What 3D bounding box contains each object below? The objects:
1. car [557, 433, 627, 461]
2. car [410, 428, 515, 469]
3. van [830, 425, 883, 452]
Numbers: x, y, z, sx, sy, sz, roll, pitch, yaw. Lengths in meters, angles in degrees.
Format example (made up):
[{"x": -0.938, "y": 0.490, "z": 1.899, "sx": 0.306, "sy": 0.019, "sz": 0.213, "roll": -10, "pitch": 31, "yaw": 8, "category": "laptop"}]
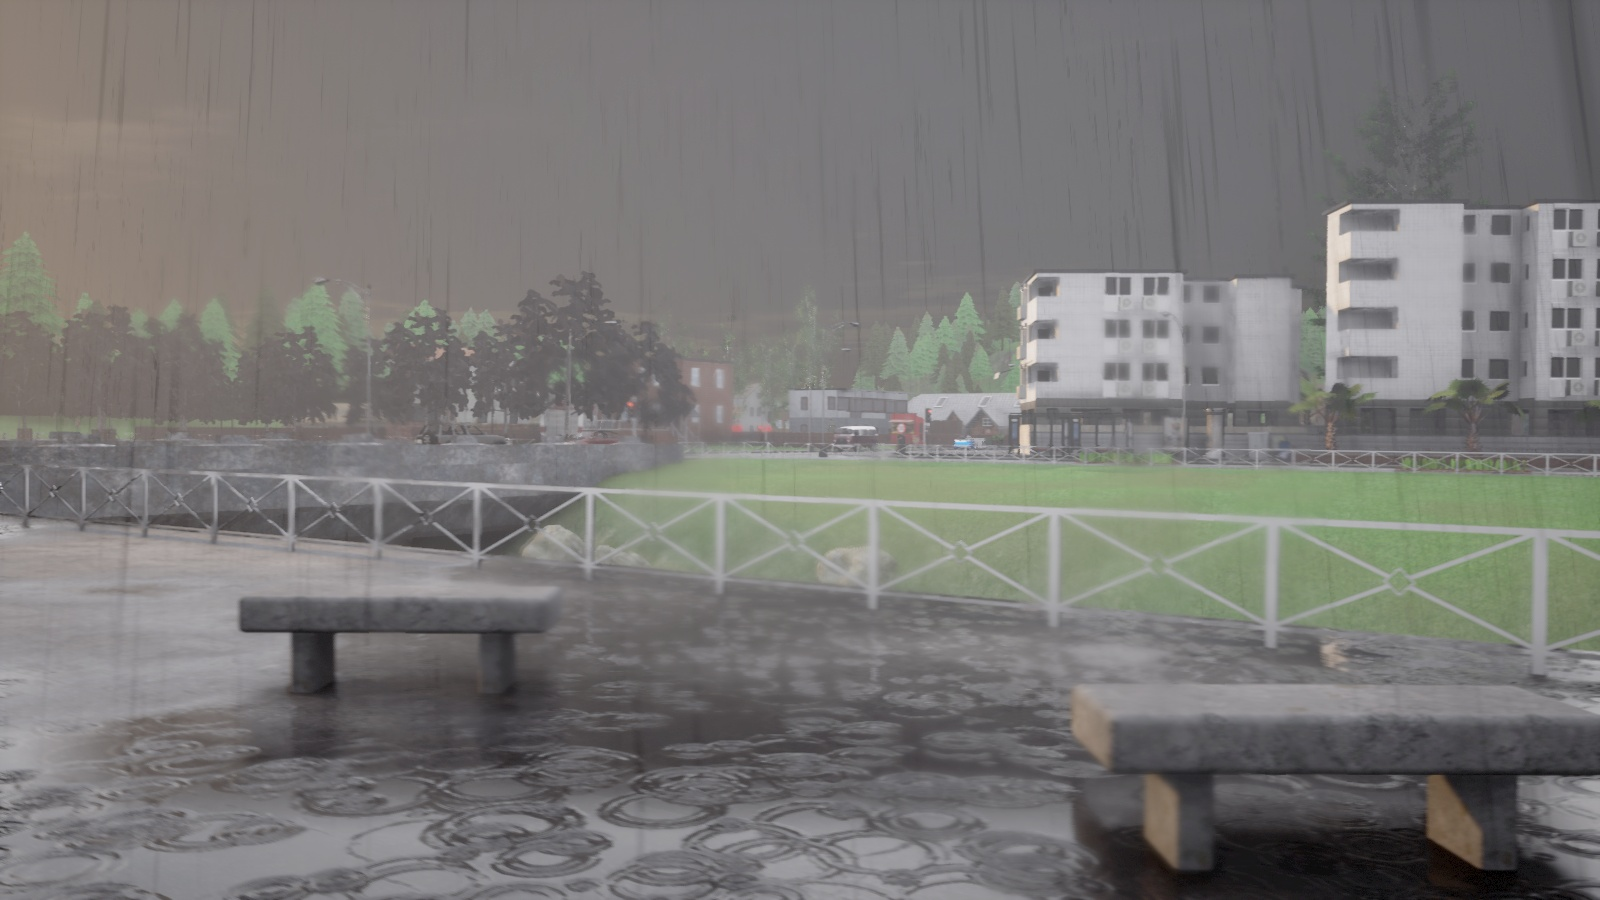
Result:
[{"x": -11.974, "y": -0.171, "z": 72.492, "sx": 1.789, "sy": 1.549, "sz": 3.705, "roll": 0, "pitch": 1, "yaw": 38, "category": "car"}, {"x": -15.915, "y": -0.119, "z": 59.453, "sx": 1.932, "sy": 1.855, "sz": 4.605, "roll": 0, "pitch": 1, "yaw": 35, "category": "car"}, {"x": 4.410, "y": -0.912, "z": 97.228, "sx": 2.069, "sy": 2.038, "sz": 4.480, "roll": 0, "pitch": 1, "yaw": 34, "category": "van"}]
